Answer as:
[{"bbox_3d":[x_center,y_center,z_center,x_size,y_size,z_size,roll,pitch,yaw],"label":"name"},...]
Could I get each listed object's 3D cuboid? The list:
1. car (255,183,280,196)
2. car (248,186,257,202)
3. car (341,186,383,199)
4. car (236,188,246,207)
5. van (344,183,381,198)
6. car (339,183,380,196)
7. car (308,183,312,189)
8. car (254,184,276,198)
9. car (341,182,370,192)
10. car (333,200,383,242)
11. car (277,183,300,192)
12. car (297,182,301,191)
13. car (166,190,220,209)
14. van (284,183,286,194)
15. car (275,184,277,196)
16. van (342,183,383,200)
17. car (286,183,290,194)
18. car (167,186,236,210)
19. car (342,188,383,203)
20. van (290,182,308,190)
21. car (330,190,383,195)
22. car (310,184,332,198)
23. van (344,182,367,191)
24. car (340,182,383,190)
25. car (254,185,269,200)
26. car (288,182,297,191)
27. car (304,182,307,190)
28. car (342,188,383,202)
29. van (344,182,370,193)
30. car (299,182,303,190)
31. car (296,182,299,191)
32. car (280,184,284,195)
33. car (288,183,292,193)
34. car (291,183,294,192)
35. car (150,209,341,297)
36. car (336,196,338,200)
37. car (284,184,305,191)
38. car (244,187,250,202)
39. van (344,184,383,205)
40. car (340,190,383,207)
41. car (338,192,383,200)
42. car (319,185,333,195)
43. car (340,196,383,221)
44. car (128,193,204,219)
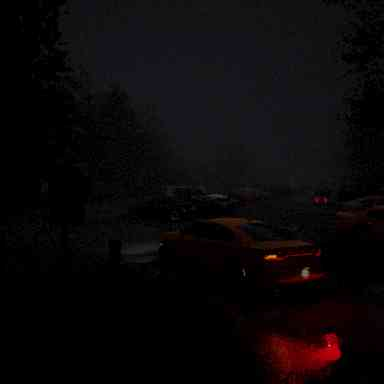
[{"bbox_3d":[9.616,-0.167,47.261,4.553,1.767,2.185,1,2,25],"label":"car"},{"bbox_3d":[3.640,0.468,34.754,5.366,1.575,1.946,1,3,25],"label":"car"},{"bbox_3d":[22.611,0.073,44.291,5.008,1.535,2.097,1,2,25],"label":"car"},{"bbox_3d":[1.665,0.695,29.557,5.366,1.575,1.946,1,3,25],"label":"car"},{"bbox_3d":[23.866,-0.237,46.753,4.442,1.987,1.878,1,2,25],"label":"van"},{"bbox_3d":[26.043,-0.438,51.846,5.566,2.045,2.435,1,2,25],"label":"car"},{"bbox_3d":[26.959,-1.596,85.091,5.566,2.045,2.435,1,2,25],"label":"car"},{"bbox_3d":[7.446,0.149,42.162,5.366,1.575,1.946,1,3,25],"label":"car"},{"bbox_3d":[35.326,-1.134,72.096,5.566,2.045,2.435,1,2,25],"label":"car"},{"bbox_3d":[8.810,1.336,14.223,5.008,1.535,2.097,1,3,25],"label":"car"},{"bbox_3d":[21.123,-1.038,72.508,4.553,1.767,2.185,1,2,25],"label":"car"},{"bbox_3d":[18.832,-0.738,67.457,4.892,1.521,2.231,1,2,25],"label":"car"},{"bbox_3d":[-0.812,0.917,24.589,5.008,1.535,2.097,1,3,25],"label":"car"},{"bbox_3d":[12.006,-0.442,52.264,4.442,1.987,1.878,1,2,25],"label":"van"},{"bbox_3d":[8.424,0.051,44.756,4.892,1.521,2.231,1,3,25],"label":"car"},{"bbox_3d":[21.348,-0.064,41.799,4.442,1.987,1.878,1,2,24],"label":"van"},{"bbox_3d":[13.029,-0.276,54.856,4.792,1.488,2.163,1,2,25],"label":"car"},{"bbox_3d":[0.365,0.555,27.090,5.566,2.045,2.435,1,3,25],"label":"car"},{"bbox_3d":[19.226,0.379,36.853,4.792,1.488,2.163,1,3,25],"label":"car"},{"bbox_3d":[29.133,-1.672,90.184,4.442,1.987,1.878,1,1,25],"label":"van"},{"bbox_3d":[13.211,0.893,24.249,5.366,1.575,1.946,1,3,25],"label":"car"},{"bbox_3d":[18.517,-0.022,47.226,2.128,1.511,4.902,1,2,25],"label":"car"},{"bbox_3d":[36.612,-1.193,74.554,4.442,1.987,1.878,1,2,25],"label":"van"},{"bbox_3d":[15.712,0.427,29.181,5.566,2.045,2.435,1,3,25],"label":"car"},{"bbox_3d":[6.003,0.244,39.906,5.366,1.575,1.946,1,3,25],"label":"car"},{"bbox_3d":[16.357,-0.571,62.487,5.366,1.575,1.946,1,2,25],"label":"car"},{"bbox_3d":[23.459,-1.086,77.547,5.008,1.535,2.097,1,2,25],"label":"car"},{"bbox_3d":[20.326,0.285,39.251,4.792,1.488,2.163,1,2,25],"label":"car"},{"bbox_3d":[31.996,-0.847,64.486,4.442,1.987,1.878,1,2,25],"label":"van"},{"bbox_3d":[19.826,-0.831,70.054,5.366,1.575,1.946,1,2,25],"label":"car"},{"bbox_3d":[17.687,-0.651,64.930,4.892,1.521,2.231,1,2,25],"label":"car"},{"bbox_3d":[10.770,-0.102,49.786,4.792,1.488,2.163,1,2,25],"label":"car"},{"bbox_3d":[14.186,-0.363,57.378,4.792,1.488,2.163,1,2,25],"label":"car"},{"bbox_3d":[15.342,-0.449,59.901,4.792,1.488,2.163,1,2,25],"label":"car"},{"bbox_3d":[0.892,1.389,8.476,1.882,1.535,5.008,2,-1,-31],"label":"car"},{"bbox_3d":[11.045,1.149,19.154,4.792,1.488,2.163,1,3,25],"label":"car"},{"bbox_3d":[24.623,-1.132,80.067,4.674,1.452,2.002,1,2,25],"label":"car"},{"bbox_3d":[2.658,0.585,32.153,4.892,1.521,2.231,1,3,25],"label":"car"},{"bbox_3d":[18.152,0.230,34.289,4.442,1.987,1.878,1,3,25],"label":"van"},{"bbox_3d":[16.815,0.596,31.732,4.792,1.488,2.163,1,3,25],"label":"car"},{"bbox_3d":[9.998,1.100,16.719,4.553,1.767,2.185,1,3,25],"label":"car"},{"bbox_3d":[22.807,-0.357,56.581,1.882,1.535,5.008,1,2,25],"label":"car"},{"bbox_3d":[12.223,1.049,21.659,4.674,1.452,2.002,1,3,25],"label":"car"},{"bbox_3d":[-2.000,1.057,22.083,4.792,1.488,2.163,1,3,25],"label":"car"}]
